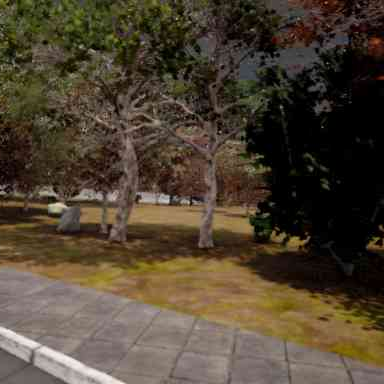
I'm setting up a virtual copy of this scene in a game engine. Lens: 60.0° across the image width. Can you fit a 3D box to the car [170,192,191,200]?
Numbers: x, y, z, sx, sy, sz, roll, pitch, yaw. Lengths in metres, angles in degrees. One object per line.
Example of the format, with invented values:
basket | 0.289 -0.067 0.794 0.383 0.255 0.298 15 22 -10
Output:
car | -3.765 1.031 94.294 2.435 2.045 5.566 6 2 41
